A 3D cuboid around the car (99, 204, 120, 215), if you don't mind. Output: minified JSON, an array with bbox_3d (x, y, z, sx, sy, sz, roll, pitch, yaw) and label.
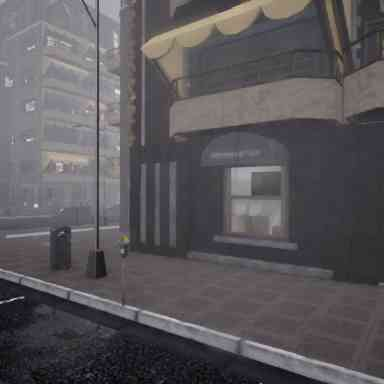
[{"bbox_3d":[-9.403,2.063,39.864,1.802,1.307,4.206,-1,-1,35],"label":"car"}]

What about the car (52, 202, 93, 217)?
[{"bbox_3d":[-12.685,1.821,35.240,1.967,1.590,4.097,-1,-1,35],"label":"car"}]
